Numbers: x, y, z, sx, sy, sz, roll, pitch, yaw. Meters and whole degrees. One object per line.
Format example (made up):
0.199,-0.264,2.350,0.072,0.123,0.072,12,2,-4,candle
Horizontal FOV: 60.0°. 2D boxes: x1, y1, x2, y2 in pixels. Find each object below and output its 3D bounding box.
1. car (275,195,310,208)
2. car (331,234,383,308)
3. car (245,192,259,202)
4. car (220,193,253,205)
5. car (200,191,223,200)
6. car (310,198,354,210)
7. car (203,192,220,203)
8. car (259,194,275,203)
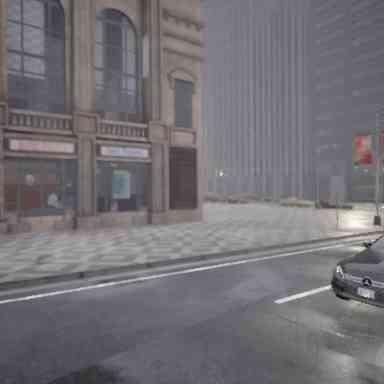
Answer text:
13.767,1.373,44.065,1.752,1.417,4.829,0,1,-36,car
4.972,1.532,7.228,4.674,1.442,1.812,0,0,-35,car
8.352,1.196,56.327,2.128,1.511,4.902,-1,1,-35,car
7.083,1.295,53.323,1.887,1.381,4.507,0,1,-36,car
4.121,0.815,71.990,2.192,1.841,5.009,0,1,-36,car
16.960,1.436,39.642,1.887,1.381,4.507,0,1,-36,car
3.791,1.015,57.882,2.192,1.841,5.009,0,1,-36,car
13.996,1.222,58.312,1.947,1.339,4.313,0,1,-36,car
